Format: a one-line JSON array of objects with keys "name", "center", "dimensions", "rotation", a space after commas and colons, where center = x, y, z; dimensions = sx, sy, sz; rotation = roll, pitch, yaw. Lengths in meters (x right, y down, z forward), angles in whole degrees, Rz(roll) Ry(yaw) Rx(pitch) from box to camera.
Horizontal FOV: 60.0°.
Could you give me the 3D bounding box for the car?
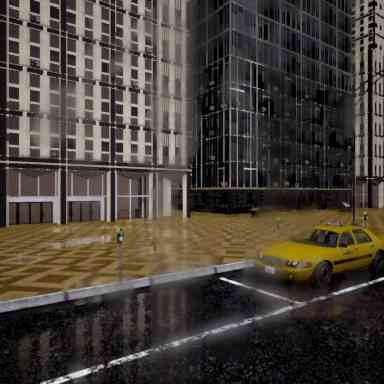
[{"name": "car", "center": [3.808, 1.526, 9.264], "dimensions": [4.829, 1.417, 1.752], "rotation": [0, 0, -35]}]
